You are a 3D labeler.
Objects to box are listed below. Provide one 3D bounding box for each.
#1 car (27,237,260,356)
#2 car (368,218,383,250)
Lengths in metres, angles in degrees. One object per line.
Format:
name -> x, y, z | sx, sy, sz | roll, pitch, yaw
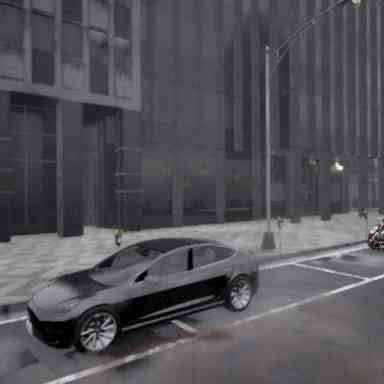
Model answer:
car -> -0.606, 1.577, 6.127 | 4.313, 1.339, 1.947 | 0, 0, -36
car -> 8.516, 1.389, 12.758 | 4.097, 1.590, 1.967 | 0, 0, -36
